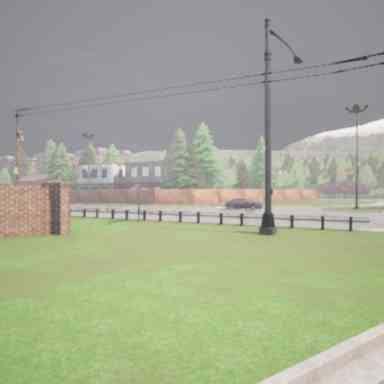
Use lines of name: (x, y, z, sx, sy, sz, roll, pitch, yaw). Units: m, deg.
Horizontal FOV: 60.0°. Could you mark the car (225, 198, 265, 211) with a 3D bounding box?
car: (6.057, 1.422, 38.595, 4.674, 1.442, 1.812, 0, 0, 29)
